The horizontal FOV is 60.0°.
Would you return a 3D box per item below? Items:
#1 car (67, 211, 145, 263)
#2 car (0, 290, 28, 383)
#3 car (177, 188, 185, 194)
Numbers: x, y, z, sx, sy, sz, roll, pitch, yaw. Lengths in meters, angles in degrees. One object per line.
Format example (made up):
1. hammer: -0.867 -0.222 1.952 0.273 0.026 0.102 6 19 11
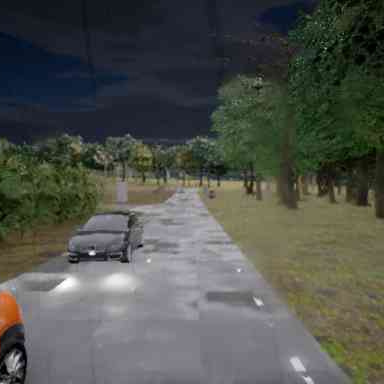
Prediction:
1. car: -2.865 1.495 11.956 1.837 1.490 4.892 0 0 0
2. car: -2.849 1.358 1.744 2.097 1.767 4.553 0 0 0
3. car: -2.944 -0.299 90.272 2.097 1.767 4.553 0 2 0
